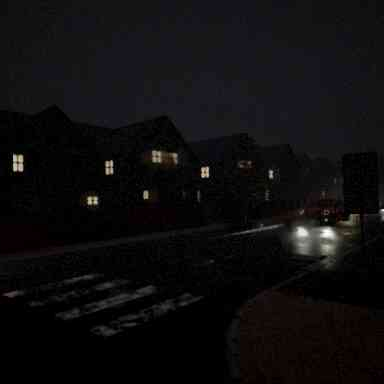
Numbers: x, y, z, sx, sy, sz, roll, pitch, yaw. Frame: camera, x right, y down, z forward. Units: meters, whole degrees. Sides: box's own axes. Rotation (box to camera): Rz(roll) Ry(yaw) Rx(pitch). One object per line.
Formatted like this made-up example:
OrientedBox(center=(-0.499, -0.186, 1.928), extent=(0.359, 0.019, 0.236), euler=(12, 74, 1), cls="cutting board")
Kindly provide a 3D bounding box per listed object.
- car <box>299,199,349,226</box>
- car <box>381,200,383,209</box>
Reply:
OrientedBox(center=(9.018, 1.281, 22.673), extent=(2.097, 1.767, 4.553), euler=(-3, -1, 41), cls="car")
OrientedBox(center=(24.114, 1.282, 39.820), extent=(1.812, 1.442, 4.674), euler=(-3, -2, 41), cls="car")
